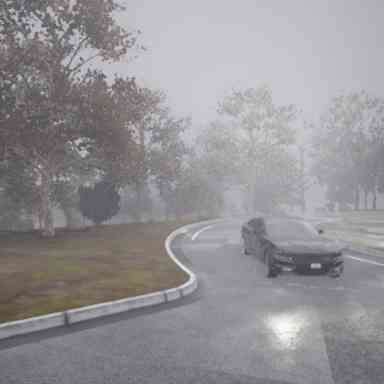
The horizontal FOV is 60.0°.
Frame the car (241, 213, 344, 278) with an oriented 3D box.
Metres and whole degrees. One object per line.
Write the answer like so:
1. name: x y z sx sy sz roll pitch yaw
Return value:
1. car: 2.798 1.466 10.315 1.882 1.535 5.008 0 0 -3
